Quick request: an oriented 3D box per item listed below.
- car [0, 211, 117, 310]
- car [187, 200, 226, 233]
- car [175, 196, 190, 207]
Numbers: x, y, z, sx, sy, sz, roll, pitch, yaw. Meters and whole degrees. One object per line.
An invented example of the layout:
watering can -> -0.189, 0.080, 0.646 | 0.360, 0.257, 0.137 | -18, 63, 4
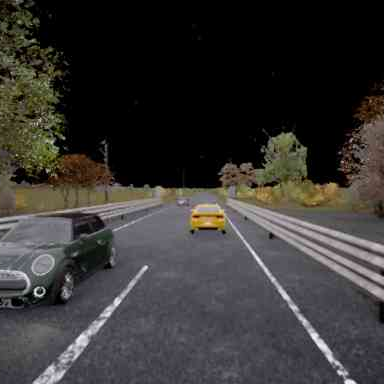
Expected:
car -> -3.392, 1.328, 8.031 | 2.097, 1.767, 4.553 | 0, 0, 4
car -> 0.931, 1.444, 19.451 | 1.882, 1.535, 5.008 | 0, 0, 3
car -> -1.384, 1.378, 49.342 | 2.128, 1.511, 4.902 | 0, 0, 3
